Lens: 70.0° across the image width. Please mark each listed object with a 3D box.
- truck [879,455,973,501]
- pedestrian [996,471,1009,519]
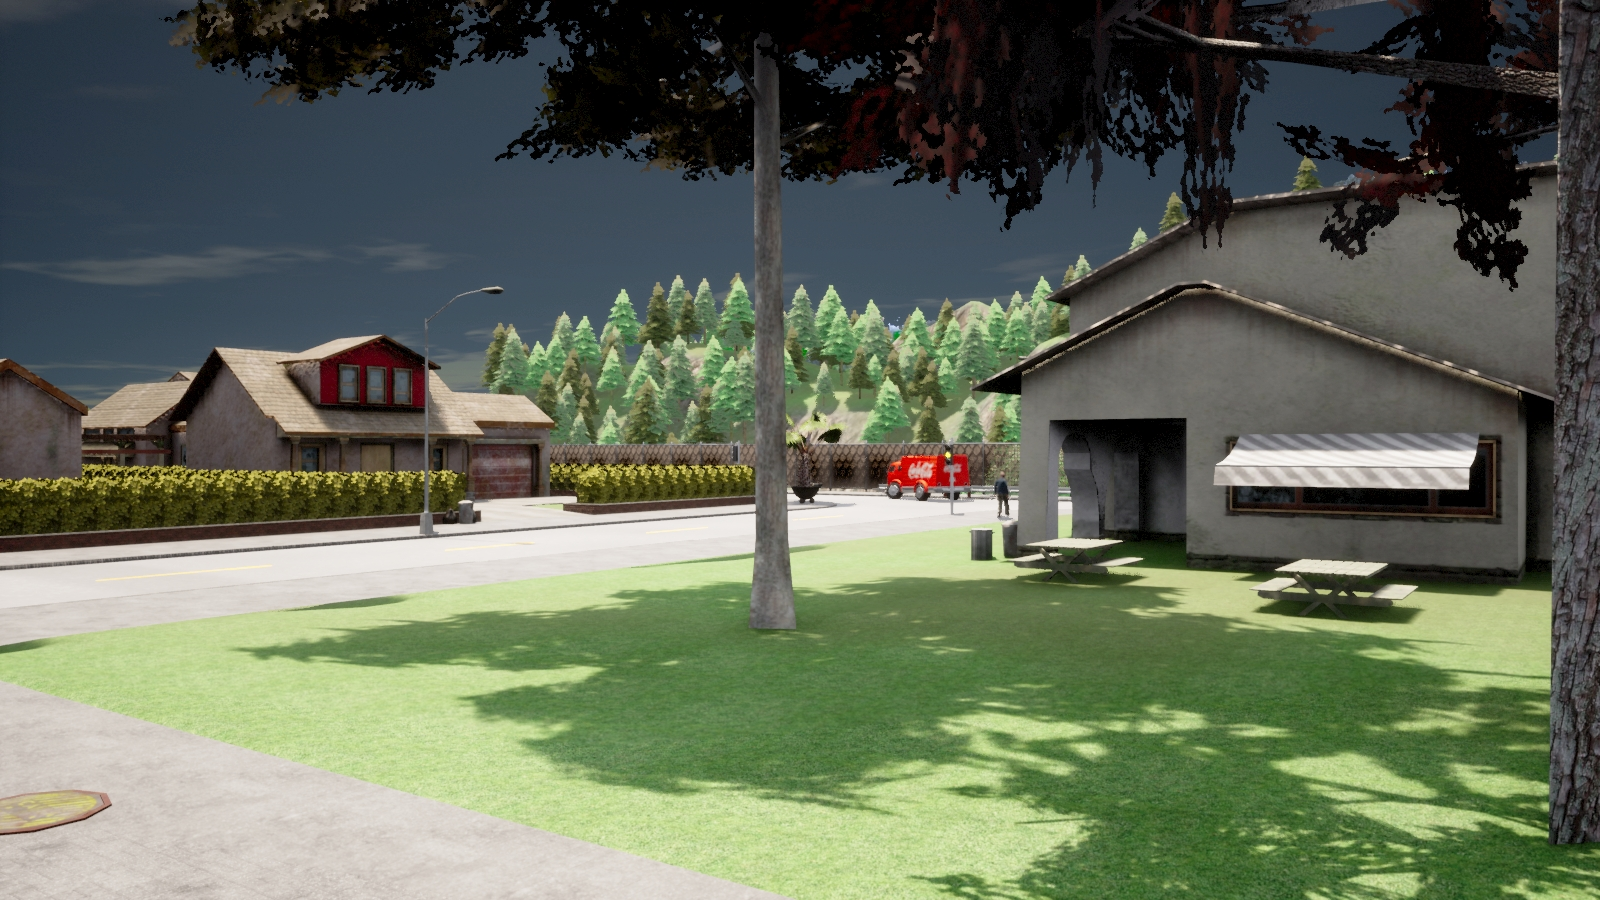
[{"bbox_3d":[6.989,1.548,63.946,2.627,2.467,5.204,0,-1,-30],"label":"truck"},{"bbox_3d":[7.878,1.737,44.398,0.375,1.860,0.375,0,0,35],"label":"pedestrian"}]
